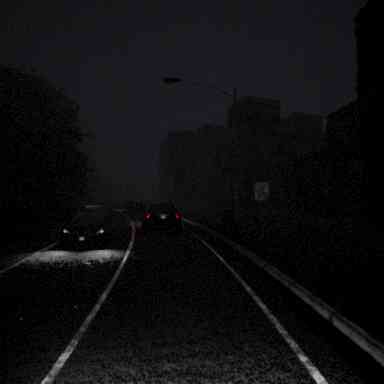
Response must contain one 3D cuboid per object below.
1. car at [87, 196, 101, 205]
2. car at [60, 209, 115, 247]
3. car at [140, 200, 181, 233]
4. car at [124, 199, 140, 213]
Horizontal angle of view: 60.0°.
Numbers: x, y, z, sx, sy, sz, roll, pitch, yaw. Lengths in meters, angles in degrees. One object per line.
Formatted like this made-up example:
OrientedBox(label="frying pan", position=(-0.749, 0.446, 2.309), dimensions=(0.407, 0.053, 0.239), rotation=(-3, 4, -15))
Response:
OrientedBox(label="car", position=(-16.077, 1.344, 54.532), dimensions=(2.128, 1.511, 4.902), rotation=(2, 0, -20))
OrientedBox(label="car", position=(-4.585, 1.524, 15.157), dimensions=(1.812, 1.442, 4.674), rotation=(1, 0, -8))
OrientedBox(label="car", position=(-1.933, 1.398, 20.257), dimensions=(2.097, 1.767, 4.553), rotation=(1, 0, -10))
OrientedBox(label="car", position=(-6.702, 1.537, 38.709), dimensions=(1.882, 1.535, 5.008), rotation=(2, 0, -18))
